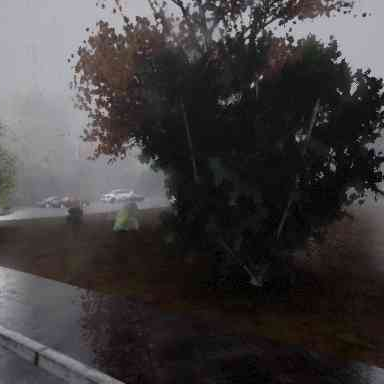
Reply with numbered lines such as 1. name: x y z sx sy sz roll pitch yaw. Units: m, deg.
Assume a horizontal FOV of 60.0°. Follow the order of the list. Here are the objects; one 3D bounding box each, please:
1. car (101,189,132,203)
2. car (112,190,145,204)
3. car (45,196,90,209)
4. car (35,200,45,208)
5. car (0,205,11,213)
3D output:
1. car: -11.723 0.658 52.688 2.150 2.045 5.566 0 3 39
2. car: -9.172 0.965 50.284 1.812 1.442 4.674 0 3 39
3. car: -15.501 1.306 42.418 1.882 1.535 5.008 0 2 39
4. car: -18.357 1.350 44.451 1.837 1.490 4.892 0 2 39
5. car: -21.715 1.646 34.685 1.895 1.301 4.718 0 1 39
